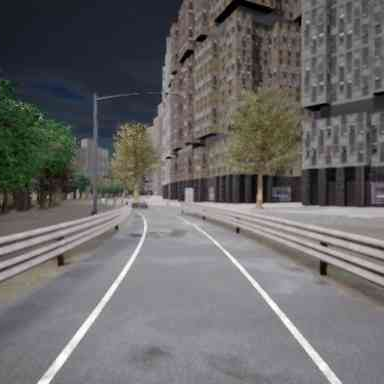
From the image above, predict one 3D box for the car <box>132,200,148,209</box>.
[{"bbox_3d":[-8.391,1.971,53.677,2.033,1.411,5.357,0,-1,-20],"label":"car"}]
